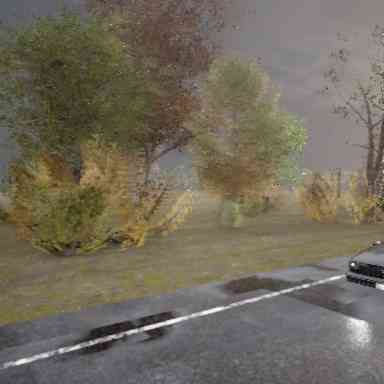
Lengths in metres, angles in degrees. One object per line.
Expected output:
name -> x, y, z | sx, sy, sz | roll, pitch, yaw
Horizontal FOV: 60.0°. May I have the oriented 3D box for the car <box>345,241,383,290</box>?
car -> 6.063, 1.550, 8.315 | 5.357, 1.411, 2.033 | 0, 0, -35
